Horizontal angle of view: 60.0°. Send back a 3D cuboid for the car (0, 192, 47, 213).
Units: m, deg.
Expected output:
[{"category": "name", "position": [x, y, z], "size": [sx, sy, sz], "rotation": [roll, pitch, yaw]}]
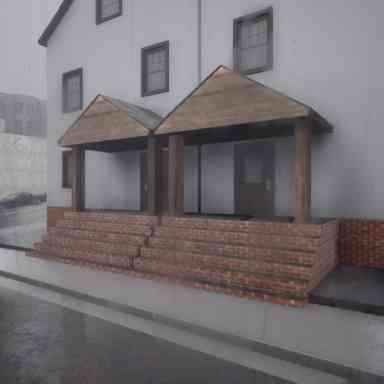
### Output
[{"category": "car", "position": [-14.420, 0.771, 27.027], "size": [1.895, 1.301, 4.718], "rotation": [0, 8, 35]}]
